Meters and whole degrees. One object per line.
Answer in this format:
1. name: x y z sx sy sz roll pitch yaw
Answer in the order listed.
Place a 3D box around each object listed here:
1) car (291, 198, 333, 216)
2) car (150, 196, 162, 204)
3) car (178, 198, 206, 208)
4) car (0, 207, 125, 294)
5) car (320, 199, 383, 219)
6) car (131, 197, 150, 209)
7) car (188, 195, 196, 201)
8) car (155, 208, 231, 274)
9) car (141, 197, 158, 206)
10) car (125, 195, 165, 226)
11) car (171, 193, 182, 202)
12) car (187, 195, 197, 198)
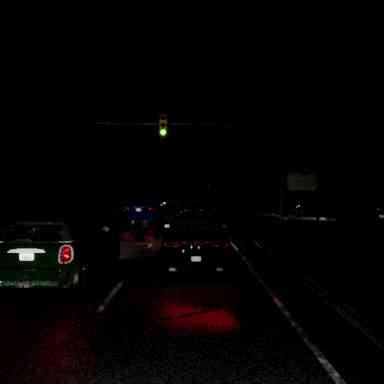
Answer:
1. car: 11.945 1.363 32.144 4.553 1.767 2.097 0 0 3
2. car: -7.002 1.499 65.535 1.882 1.535 5.008 0 0 0
3. car: 0.099 1.501 25.718 2.128 1.511 4.902 0 0 0
4. car: -3.400 1.355 8.965 2.097 1.767 4.553 0 0 0
5. car: 13.706 1.573 28.538 4.181 1.385 1.994 0 0 3
6. car: -7.087 1.520 45.946 1.837 1.490 4.892 0 0 0
7. car: -0.003 1.435 86.189 1.812 1.442 4.674 0 0 0
8. car: 0.102 1.481 10.593 1.882 1.535 5.008 0 0 0
9. car: -7.033 1.566 55.726 2.033 1.411 5.357 0 0 0
10. car: -3.399 1.229 23.832 2.150 2.045 5.566 0 0 0
11. car: -3.502 1.243 75.800 2.150 2.045 5.566 0 0 0
12. car: -0.003 1.373 76.123 2.097 1.767 4.553 0 0 0
